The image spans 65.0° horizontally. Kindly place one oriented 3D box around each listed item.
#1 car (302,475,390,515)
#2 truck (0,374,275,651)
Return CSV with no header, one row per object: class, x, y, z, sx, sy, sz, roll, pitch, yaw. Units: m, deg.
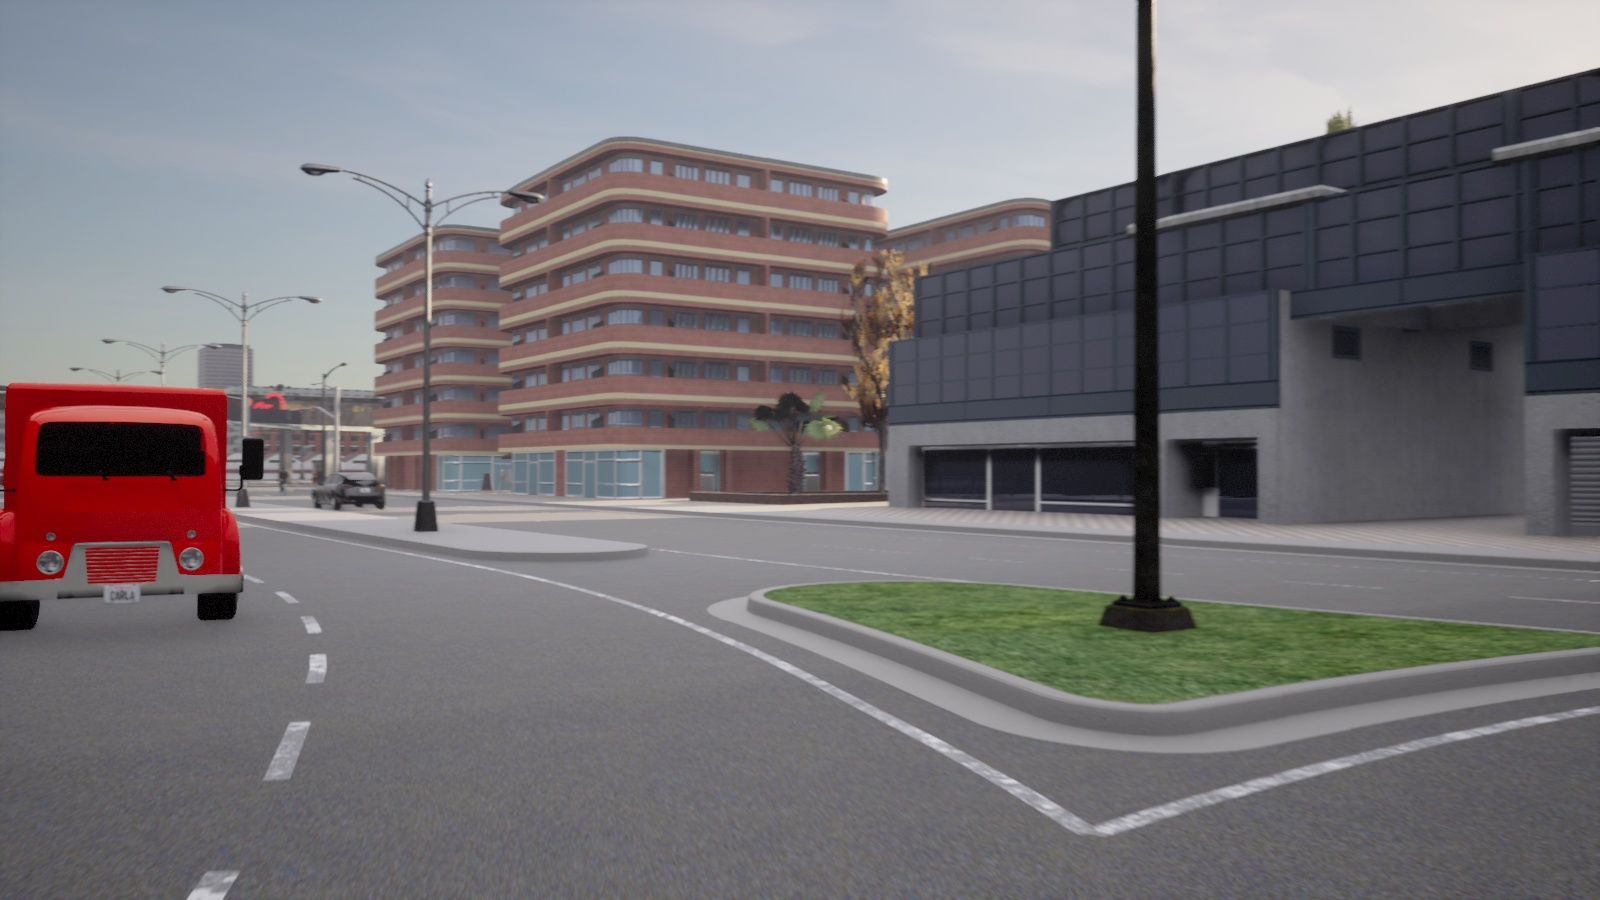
car,-18.229,1.766,50.273,2.163,1.488,4.792,0,-1,-34
truck,-7.567,0.605,13.890,2.627,2.467,5.204,0,-1,-30
